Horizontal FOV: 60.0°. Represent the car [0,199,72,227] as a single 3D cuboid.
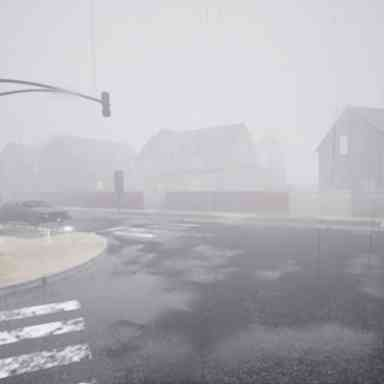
[{"bbox_3d":[-9.409,1.129,19.329,5.357,1.411,2.033,0,2,32],"label":"car"}]
